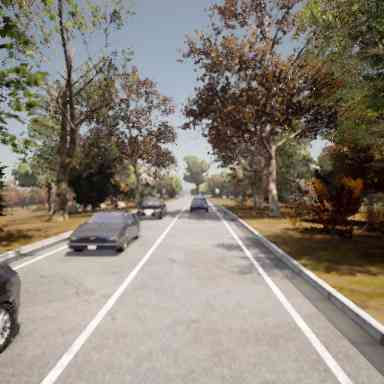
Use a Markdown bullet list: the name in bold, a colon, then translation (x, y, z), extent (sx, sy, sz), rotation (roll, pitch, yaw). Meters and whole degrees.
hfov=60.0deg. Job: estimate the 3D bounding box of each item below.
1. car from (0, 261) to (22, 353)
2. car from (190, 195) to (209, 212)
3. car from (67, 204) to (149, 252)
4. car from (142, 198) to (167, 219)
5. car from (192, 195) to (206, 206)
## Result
- **car**: translation (-3.563, 1.483, 3.164), extent (1.837, 1.490, 4.892), rotation (0, 0, 2)
- **car**: translation (0.742, 1.275, 33.774), extent (2.033, 1.411, 5.357), rotation (0, 0, 1)
- **car**: translation (-3.314, 1.449, 13.780), extent (2.033, 1.411, 5.357), rotation (0, 1, 1)
- **car**: translation (-3.023, 1.260, 25.954), extent (2.128, 1.511, 4.902), rotation (0, 1, 1)
- **car**: translation (1.074, 1.207, 47.268), extent (1.882, 1.535, 5.008), rotation (0, -1, 2)
